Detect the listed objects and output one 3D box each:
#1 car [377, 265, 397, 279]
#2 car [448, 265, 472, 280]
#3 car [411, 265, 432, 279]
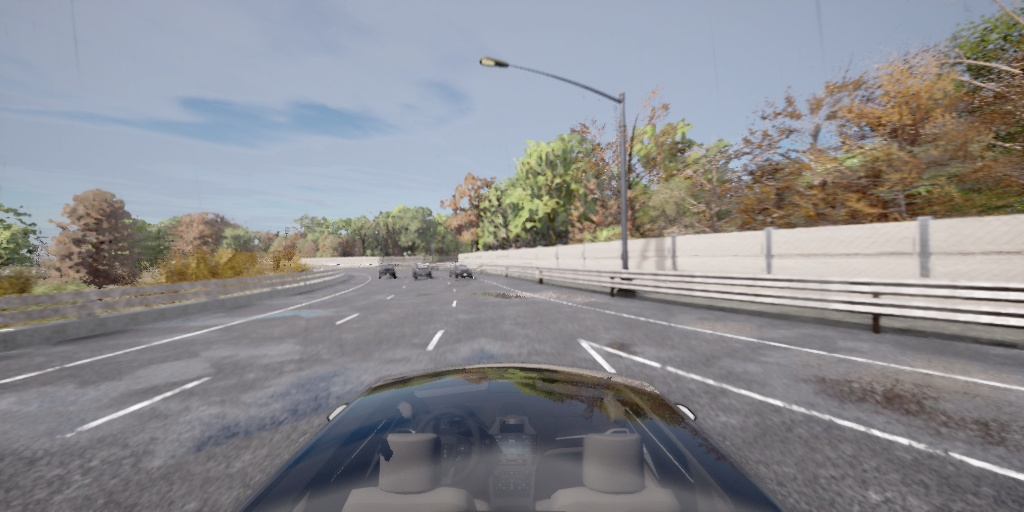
[{"bbox_3d":[-14.409,1.791,41.362,1.837,1.490,4.892,0,-1,-21],"label":"car"},{"bbox_3d":[-5.368,1.658,37.140,1.812,1.442,4.674,0,0,-20],"label":"car"},{"bbox_3d":[-9.944,1.697,39.438,2.128,1.511,4.902,0,-1,-20],"label":"car"}]
